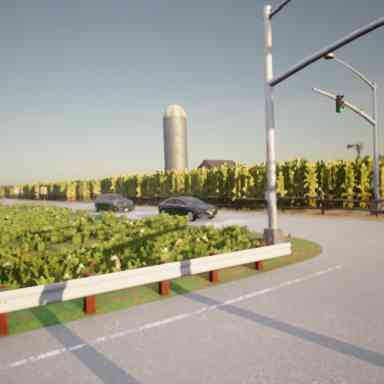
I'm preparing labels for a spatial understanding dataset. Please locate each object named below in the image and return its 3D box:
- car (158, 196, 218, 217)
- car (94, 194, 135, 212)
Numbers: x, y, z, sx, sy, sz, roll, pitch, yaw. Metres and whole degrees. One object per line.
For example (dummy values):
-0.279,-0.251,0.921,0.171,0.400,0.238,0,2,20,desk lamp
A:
-0.391,1.070,22.265,1.837,1.490,4.892,-4,2,-40,car
-7.087,0.960,30.142,2.097,1.767,4.553,-4,2,-40,car
